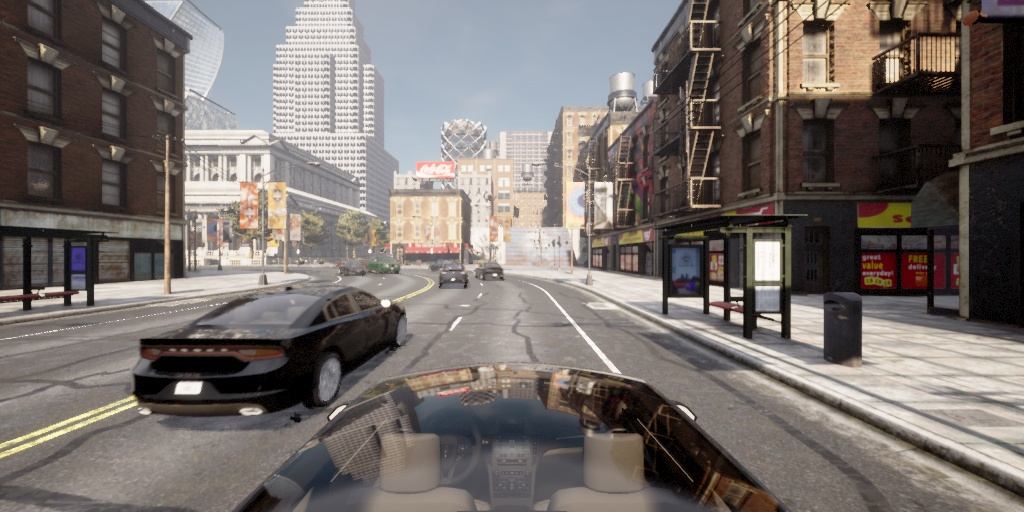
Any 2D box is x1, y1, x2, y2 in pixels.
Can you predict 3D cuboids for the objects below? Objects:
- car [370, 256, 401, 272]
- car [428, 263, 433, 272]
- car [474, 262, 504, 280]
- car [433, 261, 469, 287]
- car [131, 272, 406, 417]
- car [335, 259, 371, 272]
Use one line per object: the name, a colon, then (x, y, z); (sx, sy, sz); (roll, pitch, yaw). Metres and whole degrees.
car: (-14.224, 0.970, 39.632); (2.150, 2.045, 5.566); (0, 0, -39)
car: (-8.544, 1.275, 43.589); (1.812, 1.442, 4.674); (0, 0, -36)
car: (-2.064, 1.255, 31.027); (1.837, 1.490, 4.892); (0, 0, -16)
car: (-3.985, 1.242, 24.489); (2.128, 1.511, 4.902); (0, 0, -8)
car: (-3.356, 1.227, 6.222); (1.882, 1.535, 5.008); (0, 0, 0)
car: (-16.189, 1.255, 36.320); (1.837, 1.490, 4.892); (1, -1, -36)
